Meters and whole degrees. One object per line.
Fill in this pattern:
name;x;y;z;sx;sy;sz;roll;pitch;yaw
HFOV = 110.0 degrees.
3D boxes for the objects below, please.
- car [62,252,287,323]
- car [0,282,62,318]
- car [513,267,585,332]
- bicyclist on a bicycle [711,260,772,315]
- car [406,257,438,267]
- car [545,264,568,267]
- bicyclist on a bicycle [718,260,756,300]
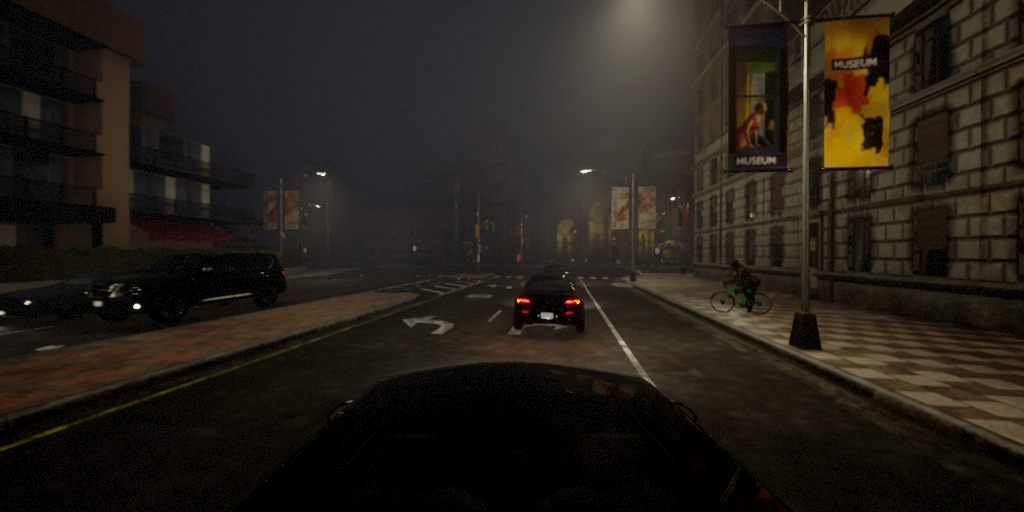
car;-10.401;0.879;12.111;2.150;2.045;5.566;0;0;9
car;-13.880;1.192;12.629;2.033;1.411;5.357;0;0;8
car;1.154;1.225;10.665;1.812;1.442;4.674;0;0;8
bicyclist on a bicycle;7.149;1.014;11.221;1.656;1.620;0.582;0;0;24
car;-13.653;0.885;54.301;4.902;1.511;2.128;0;0;14
car;2.436;1.176;19.476;1.812;1.442;4.674;0;0;8
bicyclist on a bicycle;9.680;0.996;15.417;1.656;1.620;0.582;0;1;-26
